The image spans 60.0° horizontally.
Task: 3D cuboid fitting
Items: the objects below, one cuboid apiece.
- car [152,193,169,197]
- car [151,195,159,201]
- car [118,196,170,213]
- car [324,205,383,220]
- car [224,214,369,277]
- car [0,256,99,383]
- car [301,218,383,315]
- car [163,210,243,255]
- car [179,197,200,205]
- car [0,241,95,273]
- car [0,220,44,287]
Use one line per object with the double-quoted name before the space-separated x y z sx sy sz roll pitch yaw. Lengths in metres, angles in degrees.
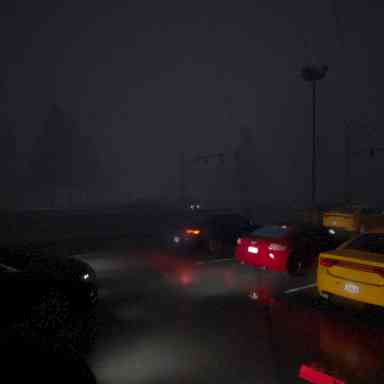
"car" -6.557 1.225 72.512 2.150 2.045 5.566 0 0 -21
"car" -9.725 1.524 87.155 1.812 1.442 4.674 0 0 -10
"car" -5.226 1.477 34.520 5.008 1.535 1.882 0 0 -35
"car" 9.525 1.478 18.891 5.008 1.535 1.882 0 0 -35
"car" 3.324 1.564 10.309 4.181 1.385 1.994 0 0 -35
"car" -2.928 1.505 1.645 4.892 1.490 1.837 0 0 -35
"car" 4.738 1.478 7.033 5.008 1.535 1.882 0 0 -35
"car" 1.349 1.526 13.200 4.674 1.442 1.812 0 0 -35
"car" -0.542 1.547 58.105 2.033 1.411 5.357 0 0 -27
"car" -3.974 1.492 5.192 4.902 1.511 2.128 0 0 -35
"car" -6.515 1.547 7.714 5.357 1.411 2.033 0 0 -35
